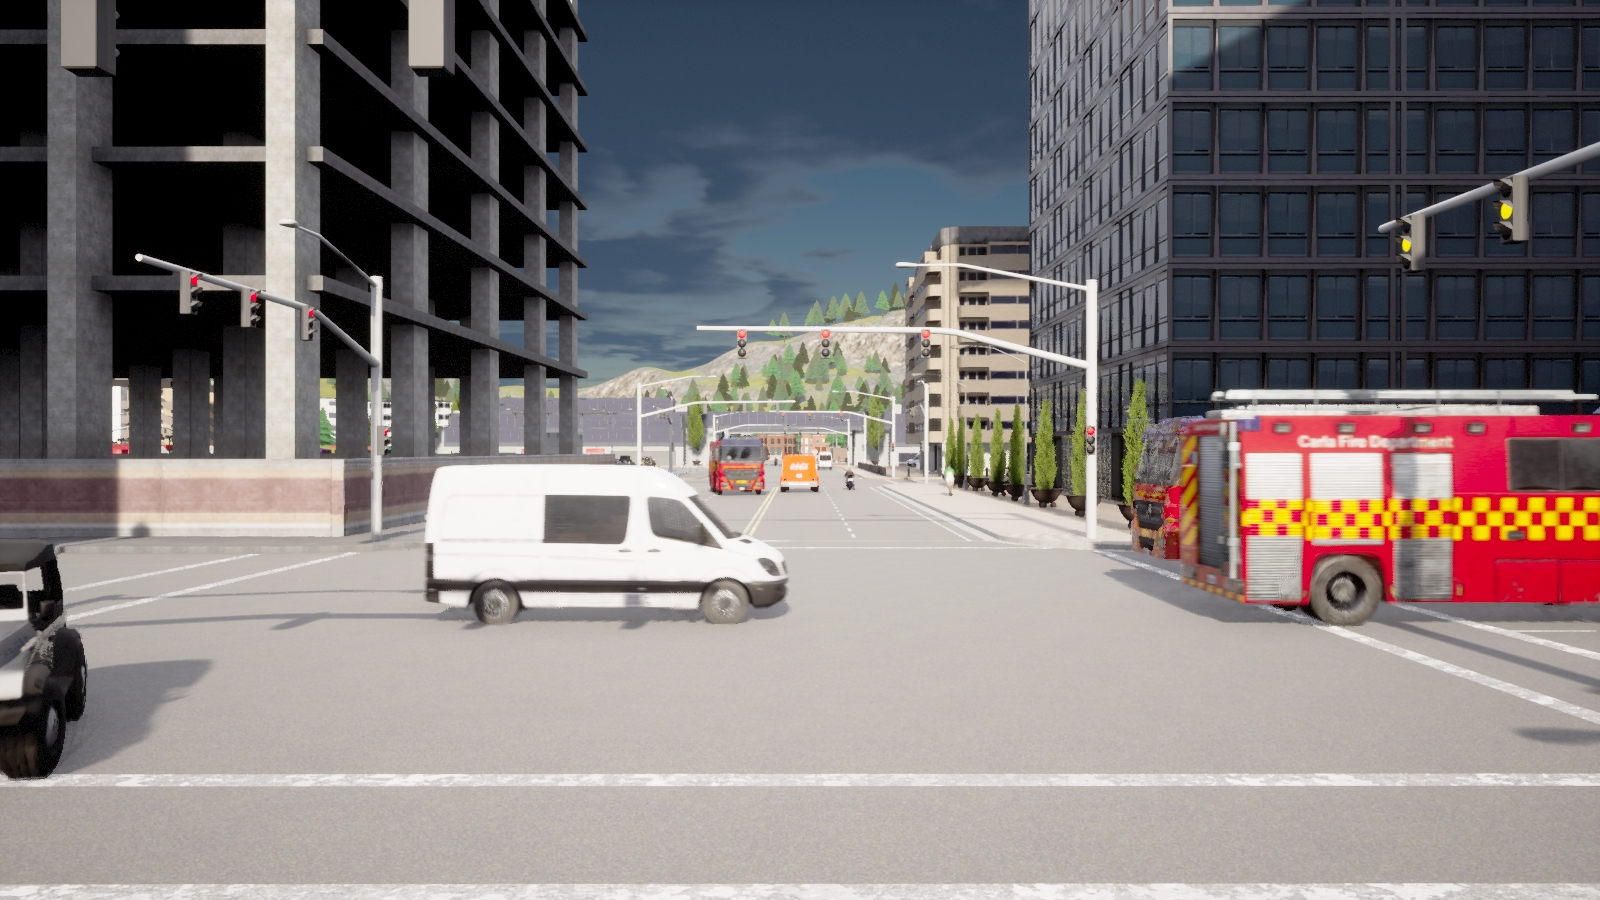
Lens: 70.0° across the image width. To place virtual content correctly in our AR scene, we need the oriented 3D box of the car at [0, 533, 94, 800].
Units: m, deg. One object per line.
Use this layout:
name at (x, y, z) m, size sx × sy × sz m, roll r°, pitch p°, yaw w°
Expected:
car at (-7.852, 1.856, 10.577) m, size 1.905 × 1.878 × 3.866 m, roll 0°, pitch 0°, yaw -27°

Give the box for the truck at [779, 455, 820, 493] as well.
truck at (-0.023, 1.564, 76.782) m, size 2.627 × 2.467 × 5.204 m, roll 0°, pitch 0°, yaw 0°

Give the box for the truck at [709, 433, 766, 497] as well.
truck at (-4.053, 0.887, 72.288) m, size 2.891 × 3.827 × 8.468 m, roll 0°, pitch 0°, yaw -8°

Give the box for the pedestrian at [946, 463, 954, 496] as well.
pedestrian at (8.659, 1.693, 65.986) m, size 0.375 × 1.860 × 0.375 m, roll 0°, pitch 0°, yaw -1°

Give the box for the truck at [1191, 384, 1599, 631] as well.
truck at (11.274, 0.889, 19.149) m, size 8.468 × 3.827 × 2.891 m, roll 0°, pitch 0°, yaw -1°

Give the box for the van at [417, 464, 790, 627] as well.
van at (-3.138, 1.533, 19.187) m, size 5.915 × 2.561 × 1.988 m, roll 0°, pitch 0°, yaw -1°
